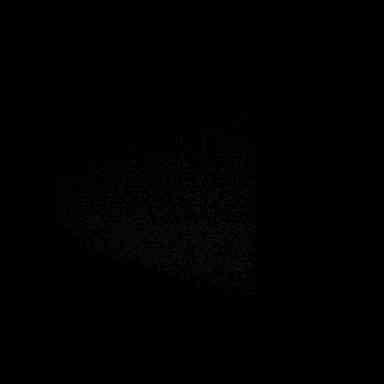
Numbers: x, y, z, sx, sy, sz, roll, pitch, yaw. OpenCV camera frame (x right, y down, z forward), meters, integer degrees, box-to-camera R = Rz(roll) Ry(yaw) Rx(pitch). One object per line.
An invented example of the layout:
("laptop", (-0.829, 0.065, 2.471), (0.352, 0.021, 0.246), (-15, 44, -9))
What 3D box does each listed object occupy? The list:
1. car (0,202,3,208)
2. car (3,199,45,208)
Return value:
("car", (-25.595, 1.631, 47.990), (1.895, 1.301, 4.718), (0, 0, 18))
("car", (-22.674, 1.574, 45.734), (2.033, 1.411, 5.357), (0, 0, 17))
